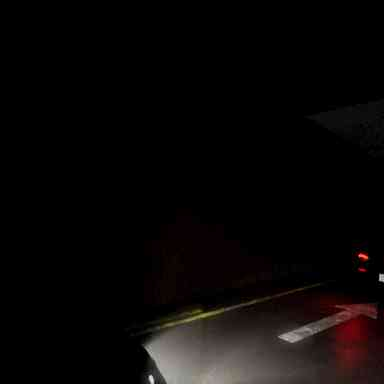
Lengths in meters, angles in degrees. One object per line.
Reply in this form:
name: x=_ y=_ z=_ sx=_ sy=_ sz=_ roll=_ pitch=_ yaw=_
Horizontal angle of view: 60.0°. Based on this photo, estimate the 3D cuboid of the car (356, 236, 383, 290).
car: x=5.678 y=1.526 z=7.819 sx=4.674 sy=1.442 sz=1.812 roll=0 pitch=0 yaw=-35

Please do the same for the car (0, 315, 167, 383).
car: x=-2.208 y=1.564 z=2.267 sx=4.181 sy=1.385 sz=1.994 roll=0 pitch=0 yaw=-35
